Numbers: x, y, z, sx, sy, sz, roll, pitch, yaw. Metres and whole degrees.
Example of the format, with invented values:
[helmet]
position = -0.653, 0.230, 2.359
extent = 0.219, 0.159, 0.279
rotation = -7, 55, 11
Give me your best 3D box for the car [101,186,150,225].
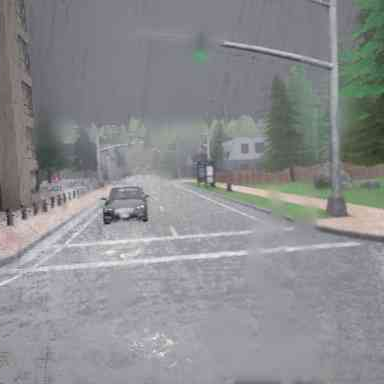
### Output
[car]
position = -3.038, 0.507, 15.480
extent = 2.128, 1.511, 4.902
rotation = -3, 4, -8
